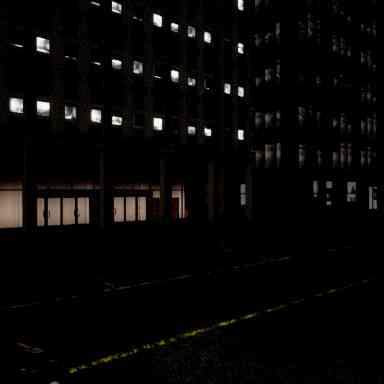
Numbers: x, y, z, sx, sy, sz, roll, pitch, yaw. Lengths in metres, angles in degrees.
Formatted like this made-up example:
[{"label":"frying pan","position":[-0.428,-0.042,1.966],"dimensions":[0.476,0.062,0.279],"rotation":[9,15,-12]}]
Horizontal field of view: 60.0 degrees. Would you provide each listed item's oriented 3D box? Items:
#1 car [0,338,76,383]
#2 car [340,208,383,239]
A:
[{"label":"car","position":[-2.975,1.477,1.205],"dimensions":[5.008,1.535,1.882],"rotation":[0,0,-35]},{"label":"car","position":[9.370,1.546,17.110],"dimensions":[4.403,1.369,2.008],"rotation":[0,0,-36]}]
